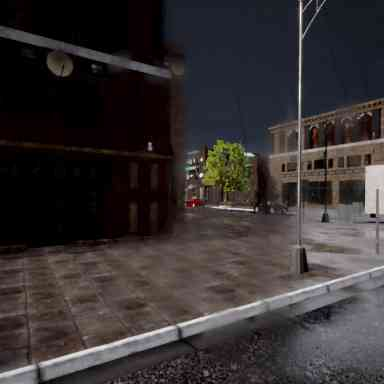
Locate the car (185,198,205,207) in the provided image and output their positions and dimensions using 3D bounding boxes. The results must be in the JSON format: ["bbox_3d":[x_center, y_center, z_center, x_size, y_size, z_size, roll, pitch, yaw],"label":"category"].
[{"bbox_3d":[0.399,1.621,51.452,1.887,1.381,4.507,1,-1,-27],"label":"car"}]

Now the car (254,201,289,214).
[{"bbox_3d":[8.481,1.624,35.978,2.008,1.369,4.403,1,-1,-27],"label":"car"}]
